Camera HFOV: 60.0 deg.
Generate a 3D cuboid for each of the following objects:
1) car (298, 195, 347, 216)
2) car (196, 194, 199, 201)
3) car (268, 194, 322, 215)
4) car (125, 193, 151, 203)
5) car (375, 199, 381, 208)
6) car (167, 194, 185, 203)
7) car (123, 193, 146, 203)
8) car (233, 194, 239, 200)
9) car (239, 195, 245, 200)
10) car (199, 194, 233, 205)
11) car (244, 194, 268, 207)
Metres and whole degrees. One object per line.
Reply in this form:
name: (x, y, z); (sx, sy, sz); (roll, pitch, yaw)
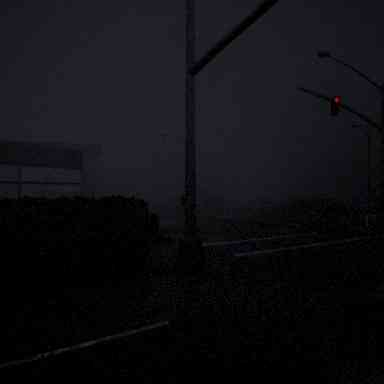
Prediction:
car: (12.030, 1.340, 29.984); (4.514, 1.523, 2.007); (0, 0, -35)
car: (1.567, 1.298, 76.863); (4.514, 1.523, 2.007); (0, 0, -35)
car: (10.184, 1.330, 32.521); (5.027, 1.636, 2.152); (0, 0, -35)
car: (-9.550, 1.361, 60.523); (3.806, 1.475, 1.970); (0, 0, -35)
car: (25.542, 1.384, 43.130); (3.806, 1.475, 1.970); (0, 0, -35)
car: (-2.634, 1.097, 65.428); (4.605, 1.855, 1.932); (0, 0, -35)
car: (-10.961, 1.077, 63.595); (3.866, 1.878, 1.905); (0, 0, -35)
car: (9.441, 1.232, 77.918); (3.806, 1.475, 1.970); (0, 0, -35)
car: (13.395, 1.154, 72.853); (5.027, 1.636, 2.152); (0, 0, -35)
car: (3.944, 1.298, 54.826); (4.514, 1.523, 2.007); (0, 0, -35)
car: (9.654, 1.320, 46.625); (3.633, 1.501, 1.845); (0, 0, -35)
